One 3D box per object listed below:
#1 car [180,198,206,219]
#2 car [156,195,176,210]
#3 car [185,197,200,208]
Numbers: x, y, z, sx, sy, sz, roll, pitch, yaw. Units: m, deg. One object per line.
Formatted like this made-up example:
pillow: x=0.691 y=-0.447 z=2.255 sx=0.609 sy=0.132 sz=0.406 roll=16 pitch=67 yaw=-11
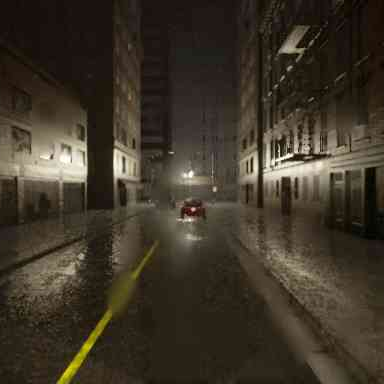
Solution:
car: x=0.106 y=1.351 z=27.605 sx=2.163 sy=1.488 sz=4.792 roll=0 pitch=0 yaw=0
car: x=-3.034 y=1.155 z=39.655 sx=2.097 sy=1.767 sz=4.553 roll=0 pitch=0 yaw=1
car: x=0.109 y=1.389 z=43.781 sx=1.895 sy=1.301 sz=4.718 roll=0 pitch=0 yaw=0
